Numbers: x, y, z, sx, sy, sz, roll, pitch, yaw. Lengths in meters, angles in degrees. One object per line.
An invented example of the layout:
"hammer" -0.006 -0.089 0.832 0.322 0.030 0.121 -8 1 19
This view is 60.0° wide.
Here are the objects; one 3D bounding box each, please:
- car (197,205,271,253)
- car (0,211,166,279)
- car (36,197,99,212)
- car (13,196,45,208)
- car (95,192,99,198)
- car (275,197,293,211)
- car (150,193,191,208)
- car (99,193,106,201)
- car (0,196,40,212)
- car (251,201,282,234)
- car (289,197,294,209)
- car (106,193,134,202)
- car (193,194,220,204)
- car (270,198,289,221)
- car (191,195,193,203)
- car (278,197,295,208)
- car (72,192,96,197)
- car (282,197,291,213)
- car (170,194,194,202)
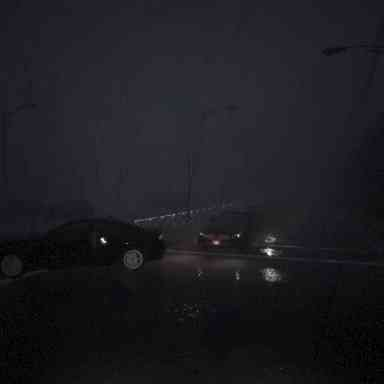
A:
"car" 1.822 1.514 13.886 1.812 1.442 4.674 0 0 24
"car" -3.278 1.475 9.864 5.008 1.535 1.882 0 0 -15
"car" -9.021 1.356 24.205 3.633 1.501 1.845 0 0 18
"car" -21.672 1.273 44.284 3.633 1.501 1.845 0 0 18
"car" -21.816 1.298 67.989 3.806 1.475 1.970 0 0 19
"car" 11.683 1.483 42.094 1.837 1.490 4.892 0 0 19
"car" -2.942 1.074 41.767 4.605 1.855 1.932 0 0 18
"car" -20.173 1.014 70.943 3.866 1.878 1.905 0 0 18
"car" -15.098 1.356 29.404 3.806 1.475 1.970 0 0 19
"car" 3.972 1.490 19.294 1.837 1.490 4.892 0 0 19
"car" 9.808 1.544 36.539 1.994 1.385 4.181 0 0 19
"car" -13.771 1.046 65.311 4.605 1.855 1.932 0 0 18
"car" 1.693 1.125 56.772 5.027 1.636 2.152 0 0 19
"car" 5.885 1.475 24.939 2.128 1.511 4.902 0 0 19
"car" -2.402 1.052 44.651 3.866 1.878 1.905 0 0 18
"car" 13.567 1.468 47.669 2.128 1.511 4.902 0 0 19
"car" -18.433 1.249 53.738 4.514 1.523 2.007 0 0 18
"car" 7.766 1.486 30.501 1.837 1.490 4.892 0 0 19
"car" -2.065 1.257 68.682 4.514 1.523 2.007 0 0 18
